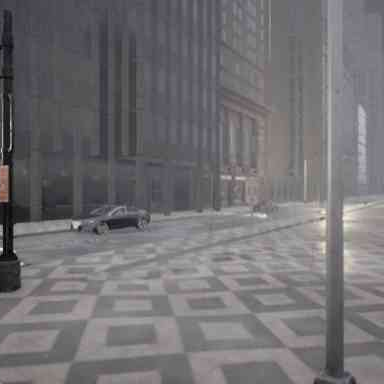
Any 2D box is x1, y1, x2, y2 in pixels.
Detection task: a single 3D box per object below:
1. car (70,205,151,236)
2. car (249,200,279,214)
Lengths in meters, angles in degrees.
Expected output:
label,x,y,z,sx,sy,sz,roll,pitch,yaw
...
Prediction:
label,x,y,z,sx,sy,sz,roll,pitch,yaw
car,-4.410,1.485,18.643,2.128,1.511,4.902,0,0,36
car,7.714,1.542,35.551,1.994,1.385,4.181,0,0,36
